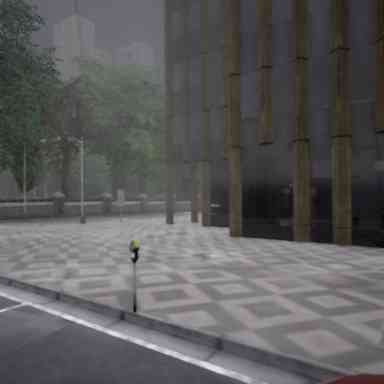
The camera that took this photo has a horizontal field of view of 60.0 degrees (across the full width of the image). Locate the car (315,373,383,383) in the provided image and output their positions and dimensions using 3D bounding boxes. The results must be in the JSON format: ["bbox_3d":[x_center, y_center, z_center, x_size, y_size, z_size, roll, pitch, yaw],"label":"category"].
[{"bbox_3d":[2.424,1.569,1.237,4.206,1.307,1.802,-1,0,35],"label":"car"}]
